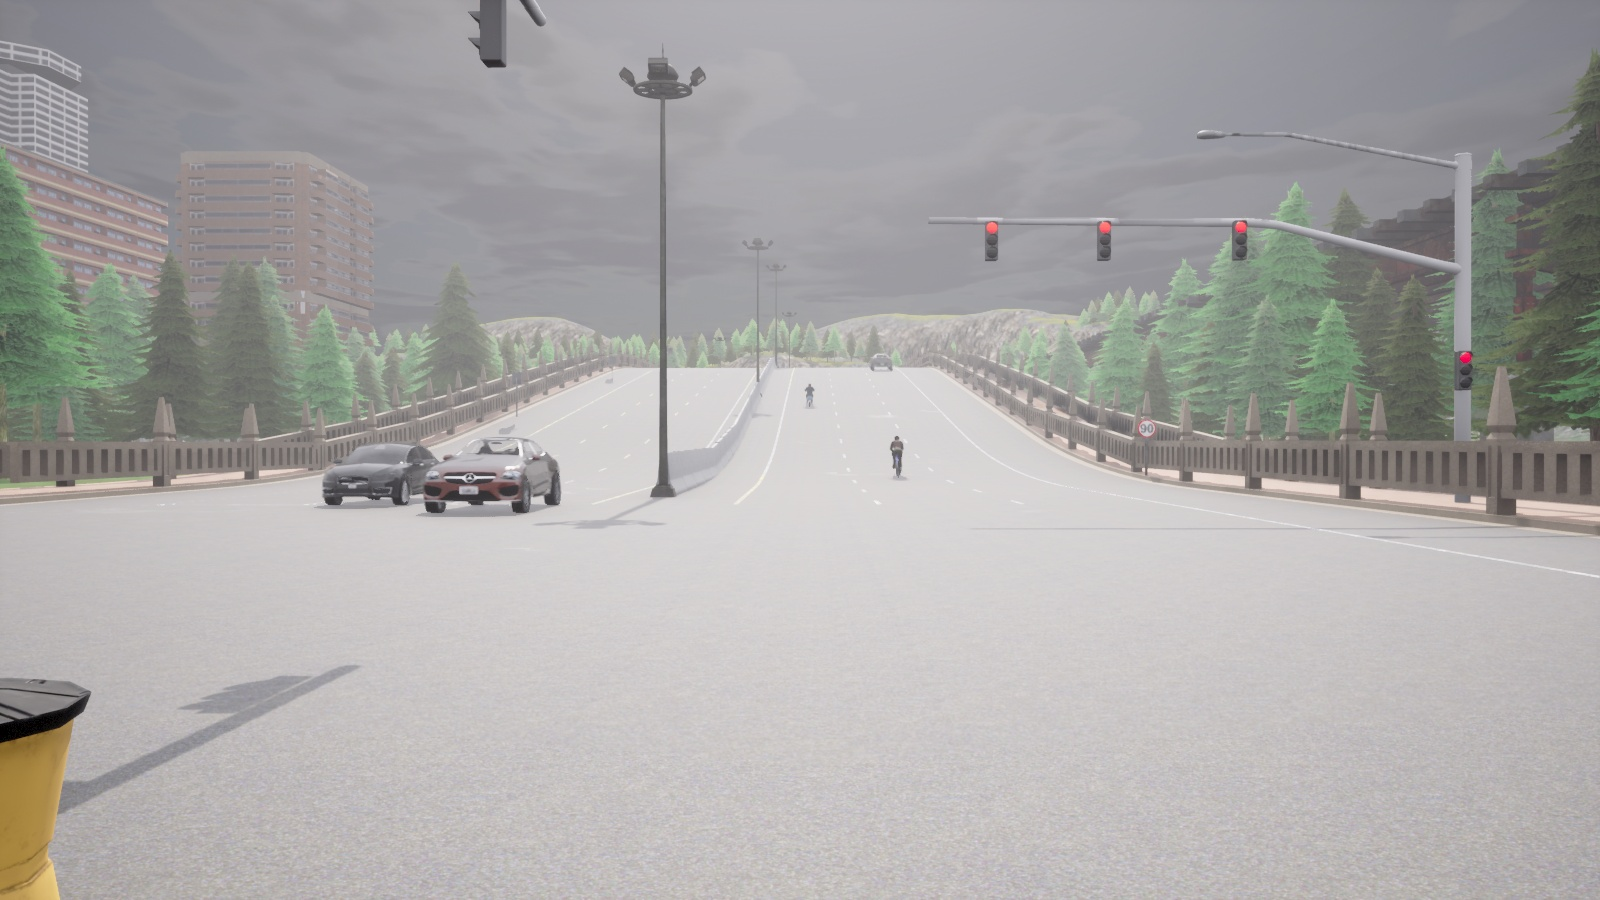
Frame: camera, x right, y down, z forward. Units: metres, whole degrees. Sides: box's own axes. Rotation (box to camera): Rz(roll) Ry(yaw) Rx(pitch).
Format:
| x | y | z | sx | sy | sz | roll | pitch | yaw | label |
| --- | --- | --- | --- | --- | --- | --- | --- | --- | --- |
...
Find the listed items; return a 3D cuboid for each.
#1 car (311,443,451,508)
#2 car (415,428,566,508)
| x | y | z | sx | sy | sz | roll | pitch | yaw | label |
| --- | --- | --- | --- | --- | --- | --- | --- | --- | --- |
| -10.316 | 0.566 | 31.315 | 1.837 | 1.490 | 4.892 | 0 | 0 | 0 | car |
| -6.832 | 0.360 | 28.347 | 2.152 | 1.651 | 5.027 | 0 | 0 | 0 | car |
